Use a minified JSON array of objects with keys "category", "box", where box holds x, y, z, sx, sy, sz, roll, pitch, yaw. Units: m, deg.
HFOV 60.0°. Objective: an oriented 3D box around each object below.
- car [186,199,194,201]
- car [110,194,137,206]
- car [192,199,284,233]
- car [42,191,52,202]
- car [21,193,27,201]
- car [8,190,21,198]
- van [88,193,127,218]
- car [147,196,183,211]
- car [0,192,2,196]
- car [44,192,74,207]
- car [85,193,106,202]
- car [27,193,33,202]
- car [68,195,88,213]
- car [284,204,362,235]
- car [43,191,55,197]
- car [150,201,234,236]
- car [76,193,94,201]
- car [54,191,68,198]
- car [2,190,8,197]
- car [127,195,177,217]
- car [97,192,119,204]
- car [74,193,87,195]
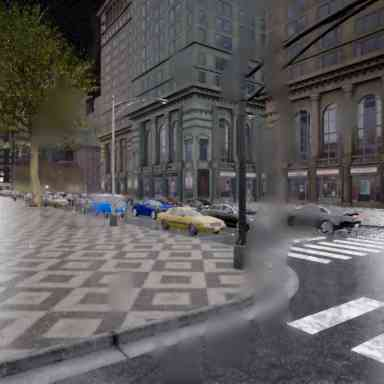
[{"category":"car","box":[0.202,1.315,32.048,1.947,1.339,4.313,1,0,-35]},{"category":"car","box":[-9.520,1.073,45.815,2.008,1.369,4.403,1,0,-35]},{"category":"car","box":[2.385,1.370,18.789,2.128,1.511,4.902,0,1,-36]},{"category":"car","box":[-19.720,0.991,45.480,2.008,1.369,4.403,1,0,-35]},{"category":"car","box":[-26.202,0.830,54.656,2.008,1.369,4.403,1,0,-35]},{"category":"car","box":[-35.922,0.483,68.420,1.967,1.590,4.097,1,0,-35]},{"category":"van","box":[-6.755,1.091,27.122,1.690,1.788,3.998,1,0,-35]},{"category":"car","box":[-3.037,1.223,36.636,1.887,1.381,4.507,1,0,-35]},{"category":"car","box":[-45.645,0.253,82.186,1.967,1.590,4.097,1,0,-35]},{"category":"car","box":[-16.382,1.051,40.753,1.752,1.417,4.829,1,0,-35]},{"category":"car","box":[-16.001,0.910,54.991,2.008,1.369,4.403,1,0,-35]},{"category":"car","box":[-22.961,0.910,50.068,2.008,1.369,4.403,1,0,-35]},{"category":"car","box":[-9.997,1.230,31.711,2.008,1.369,4.403,1,0,-35]},{"category":"car","box":[6.675,1.397,18.251,2.128,1.511,4.902,0,1,-35]},{"category":"car","box":[-35.445,0.471,82.518,1.802,1.307,4.206,1,0,-35]},{"category":"car","box":[-0.176,1.398,17.802,1.752,1.417,4.829,1,0,-35]},{"category":"car","box":[-19.242,0.860,59.579,1.802,1.307,4.206,1,0,-35]},{"category":"car","box":[-28.963,0.587,73.342,1.887,1.381,4.507,1,0,-35]},{"category":"car","box":[-42.404,0.329,77.597,1.967,1.590,4.097,1,0,-35]},{"category":"car","box":[-3.057,1.258,26.485,1.882,1.535,5.008,0,1,-35]},{"category":"car","box":[-12.759,0.880,50.403,1.967,1.590,4.097,1,0,-35]},{"category":"car","box":[-15.342,1.000,43.969,1.837,1.490,4.892,0,1,-35]}]
